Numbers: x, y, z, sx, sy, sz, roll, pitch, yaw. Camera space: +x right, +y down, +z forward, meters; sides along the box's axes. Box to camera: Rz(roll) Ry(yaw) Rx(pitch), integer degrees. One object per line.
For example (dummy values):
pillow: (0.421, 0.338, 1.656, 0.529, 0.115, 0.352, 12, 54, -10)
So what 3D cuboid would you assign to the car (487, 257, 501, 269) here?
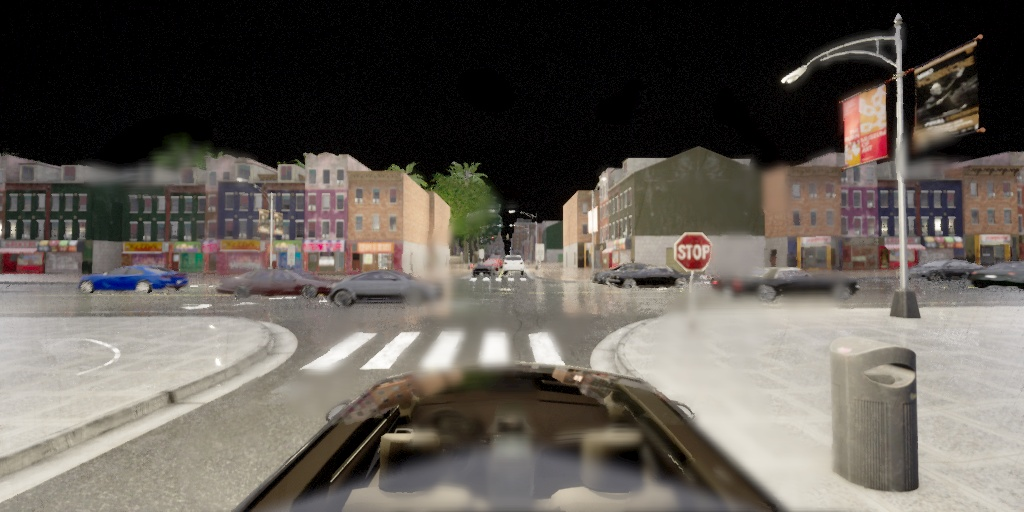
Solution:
car: (-2.640, 1.193, 46.394, 1.882, 1.535, 5.008, 0, 0, 0)

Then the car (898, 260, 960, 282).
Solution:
car: (29.008, 0.990, 24.215, 4.674, 1.442, 1.812, -1, -1, -1)

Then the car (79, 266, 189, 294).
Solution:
car: (-21.428, 1.326, 20.401, 5.008, 1.535, 1.882, 0, -1, -1)

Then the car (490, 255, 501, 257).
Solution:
car: (-2.639, 0.924, 56.927, 2.150, 2.045, 5.566, 0, 0, 0)

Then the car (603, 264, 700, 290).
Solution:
car: (8.050, 1.267, 20.734, 4.718, 1.301, 1.895, -1, -1, -1)

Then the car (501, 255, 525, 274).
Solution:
car: (0.217, 0.943, 40.159, 2.150, 2.045, 5.566, 0, 0, 1)

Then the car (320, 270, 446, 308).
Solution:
car: (-4.716, 1.221, 13.889, 4.181, 1.385, 1.994, 0, -1, -1)

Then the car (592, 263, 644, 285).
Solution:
car: (7.872, 1.246, 24.065, 4.892, 1.490, 1.837, -1, -1, 1)

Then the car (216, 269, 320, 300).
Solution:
car: (-10.817, 1.312, 17.072, 5.357, 1.411, 2.033, 0, -1, -1)

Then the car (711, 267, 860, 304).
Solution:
car: (10.563, 1.086, 13.973, 4.718, 1.301, 1.895, -1, -1, -3)

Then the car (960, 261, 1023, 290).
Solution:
car: (25.314, 0.934, 17.486, 4.181, 1.385, 1.994, -1, -1, -1)

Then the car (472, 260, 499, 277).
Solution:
car: (-2.725, 1.327, 35.331, 1.895, 1.301, 4.718, 0, 0, 3)
